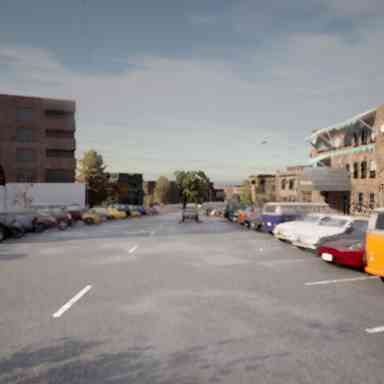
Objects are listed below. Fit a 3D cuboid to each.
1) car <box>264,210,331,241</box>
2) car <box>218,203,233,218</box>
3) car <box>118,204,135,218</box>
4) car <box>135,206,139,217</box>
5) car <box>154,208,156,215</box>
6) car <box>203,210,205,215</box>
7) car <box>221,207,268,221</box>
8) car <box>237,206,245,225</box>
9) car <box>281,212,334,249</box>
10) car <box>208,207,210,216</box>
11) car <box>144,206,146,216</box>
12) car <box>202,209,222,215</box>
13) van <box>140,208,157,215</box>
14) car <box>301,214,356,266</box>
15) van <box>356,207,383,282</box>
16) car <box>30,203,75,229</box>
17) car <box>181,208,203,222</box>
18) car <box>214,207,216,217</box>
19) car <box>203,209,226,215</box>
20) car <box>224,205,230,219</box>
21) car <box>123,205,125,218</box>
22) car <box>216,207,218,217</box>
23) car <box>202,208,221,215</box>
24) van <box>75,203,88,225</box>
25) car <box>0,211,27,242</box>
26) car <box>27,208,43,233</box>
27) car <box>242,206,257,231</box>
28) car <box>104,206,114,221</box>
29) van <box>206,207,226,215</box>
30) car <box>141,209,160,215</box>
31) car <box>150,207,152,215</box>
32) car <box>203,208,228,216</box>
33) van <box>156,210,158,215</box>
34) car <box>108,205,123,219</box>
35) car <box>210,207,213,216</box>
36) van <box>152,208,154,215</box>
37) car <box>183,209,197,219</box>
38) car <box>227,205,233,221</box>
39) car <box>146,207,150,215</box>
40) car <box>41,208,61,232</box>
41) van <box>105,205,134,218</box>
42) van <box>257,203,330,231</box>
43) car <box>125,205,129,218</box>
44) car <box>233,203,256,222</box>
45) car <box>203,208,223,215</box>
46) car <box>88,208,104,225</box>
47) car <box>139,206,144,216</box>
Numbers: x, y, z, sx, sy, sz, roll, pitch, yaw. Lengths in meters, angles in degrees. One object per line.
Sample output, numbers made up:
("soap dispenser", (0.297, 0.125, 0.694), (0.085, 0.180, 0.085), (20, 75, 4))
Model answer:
("car", (6.376, 1.800, 16.859), (4.674, 1.452, 2.002), (1, -2, -20))
("car", (6.238, 2.268, 37.411), (5.566, 2.045, 2.435), (2, -3, -20))
("car", (-11.779, 2.878, 49.115), (5.566, 2.045, 2.435), (0, -3, -21))
("car", (-11.620, 3.289, 52.169), (5.366, 1.575, 1.946), (0, -3, -21))
("car", (-11.911, 4.888, 82.110), (4.553, 1.767, 2.185), (0, -3, -19))
("car", (5.667, 4.404, 72.545), (5.008, 1.535, 2.097), (2, -3, -21))
("car", (6.349, 2.650, 40.379), (5.366, 1.575, 1.946), (2, -3, -21))
("car", (6.289, 2.078, 25.642), (4.792, 1.488, 2.163), (2, -2, -20))
("car", (6.390, 1.715, 13.921), (4.674, 1.452, 2.002), (1, -1, -20))
("car", (5.923, 3.565, 57.894), (5.008, 1.535, 2.097), (2, -4, -21))
("car", (-11.963, 3.550, 61.076), (5.566, 2.045, 2.435), (0, -3, -21))
("car", (5.353, 5.276, 87.245), (4.792, 1.488, 2.163), (2, -4, -21))
("van", (-11.968, 5.305, 91.051), (4.442, 1.987, 1.878), (0, -3, -19))
("car", (6.371, 1.627, 10.988), (4.792, 1.488, 2.163), (1, -1, -20))
("van", (6.520, 1.316, 8.115), (4.442, 1.987, 1.878), (1, -1, -20))
("car", (-11.465, 1.939, 25.211), (4.553, 1.767, 2.185), (0, -2, -20))
("car", (-0.214, 2.567, 37.961), (2.128, 1.511, 4.902), (0, -3, -1))
("car", (6.097, 2.931, 46.174), (5.008, 1.535, 2.097), (2, -3, -21))
("car", (5.474, 4.908, 81.344), (5.008, 1.535, 2.097), (2, -3, -21))
("car", (6.234, 2.391, 34.456), (4.892, 1.521, 2.231), (2, -3, -21))
("car", (-11.845, 2.822, 43.073), (5.366, 1.575, 1.946), (0, -3, -21))
("car", (6.147, 2.788, 43.247), (5.008, 1.535, 2.097), (2, -3, -21))
("car", (5.226, 5.288, 90.178), (4.553, 1.767, 2.185), (2, -4, -21))
("van", (-11.413, 1.949, 28.245), (4.442, 1.987, 1.878), (0, -3, -20))
("car", (-11.421, 1.517, 16.251), (5.566, 2.045, 2.435), (0, -2, -20))
("car", (-11.482, 1.890, 19.204), (4.792, 1.488, 2.163), (0, -2, -20))
("car", (6.343, 1.946, 22.727), (5.008, 1.535, 2.097), (2, -2, -20))
("car", (-11.576, 2.577, 37.174), (4.792, 1.488, 2.163), (0, -3, -21))
("van", (5.646, 4.518, 78.464), (4.442, 1.987, 1.878), (2, -4, -21))
("car", (-11.822, 5.703, 94.073), (5.008, 1.535, 2.097), (0, -3, -19))
("car", (-12.002, 4.496, 73.096), (4.892, 1.521, 2.231), (0, -4, -20))
("car", (5.424, 4.563, 75.409), (5.366, 1.575, 1.946), (2, -3, -21))
("van", (-11.806, 4.961, 85.148), (4.442, 1.987, 1.878), (0, -4, -19))
("car", (-11.464, 2.680, 40.216), (5.366, 1.575, 1.946), (0, -3, -21))
("car", (5.948, 3.273, 54.964), (4.553, 1.767, 2.185), (2, -4, -21))
("van", (-12.075, 4.614, 79.066), (4.442, 1.987, 1.878), (0, -3, -20))
("car", (-0.342, 3.186, 48.470), (1.895, 1.301, 4.718), (0, -3, -1))
("car", (6.261, 2.273, 31.521), (4.892, 1.521, 2.231), (2, -3, -20))
("car", (-12.018, 3.897, 67.085), (5.566, 2.045, 2.435), (0, -3, -20))
("car", (-11.469, 1.999, 22.207), (4.674, 1.452, 2.002), (0, -2, -20))
("van", (-11.951, 3.232, 55.061), (4.442, 1.987, 1.878), (0, -3, -21))
("van", (6.466, 1.627, 19.843), (4.442, 1.987, 1.878), (1, -2, -20))
("car", (-11.885, 2.970, 46.061), (5.366, 1.575, 1.946), (0, -3, -21))
("car", (6.263, 2.030, 28.589), (4.553, 1.767, 2.185), (2, -3, -20))
("car", (5.369, 4.951, 84.289), (4.553, 1.767, 2.185), (2, -4, -21))
("car", (-11.372, 2.291, 31.251), (5.366, 1.575, 1.946), (0, -3, -20))
("car", (-11.714, 3.627, 58.151), (5.366, 1.575, 1.946), (0, -4, -21))
